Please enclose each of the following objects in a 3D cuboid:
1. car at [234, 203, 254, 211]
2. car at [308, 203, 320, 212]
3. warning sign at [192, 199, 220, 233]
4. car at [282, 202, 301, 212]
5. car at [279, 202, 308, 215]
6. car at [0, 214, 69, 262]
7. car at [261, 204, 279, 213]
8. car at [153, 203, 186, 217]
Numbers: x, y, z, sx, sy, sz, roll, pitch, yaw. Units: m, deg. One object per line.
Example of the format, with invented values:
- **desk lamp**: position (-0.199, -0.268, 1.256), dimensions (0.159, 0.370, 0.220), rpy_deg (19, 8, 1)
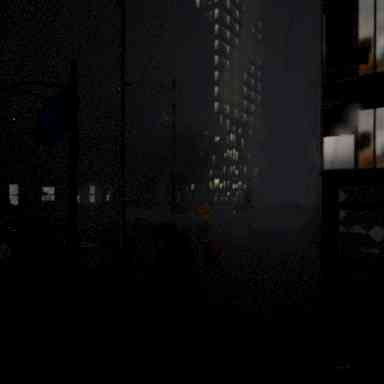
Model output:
- **car**: position (8.689, 2.451, 55.638), dimensions (1.895, 1.301, 4.718), rpy_deg (0, -1, 33)
- **car**: position (19.611, 2.467, 54.589), dimensions (2.128, 1.511, 4.902), rpy_deg (0, -1, 33)
- **warning sign**: position (0.858, 1.416, 20.165), dimensions (1.300, 1.860, 1.060), rpy_deg (2, 1, 33)
- **car**: position (16.878, 2.466, 56.349), dimensions (1.837, 1.490, 4.892), rpy_deg (0, -1, 33)
- **car**: position (14.097, 2.275, 45.940), dimensions (1.882, 1.535, 5.008), rpy_deg (0, -1, 34)
- **car**: position (-6.686, 1.606, 12.662), dimensions (1.837, 1.490, 4.892), rpy_deg (-2, -2, 17)
- **car**: position (11.687, 2.393, 48.192), dimensions (1.895, 1.301, 4.718), rpy_deg (0, -1, 33)
- **car**: position (-2.489, 2.007, 38.457), dimensions (1.812, 1.442, 4.674), rpy_deg (0, -1, 33)
